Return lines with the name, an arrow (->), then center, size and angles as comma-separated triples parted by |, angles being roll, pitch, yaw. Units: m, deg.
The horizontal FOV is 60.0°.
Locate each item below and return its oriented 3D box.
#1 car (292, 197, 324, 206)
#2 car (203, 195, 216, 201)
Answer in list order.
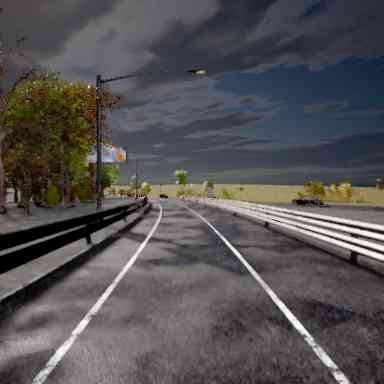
car -> 16.456, 1.360, 47.417 | 1.895, 1.301, 4.718 | 0, 0, -22
car -> 3.935, 1.408, 77.945 | 1.994, 1.385, 4.181 | 0, 0, -22
